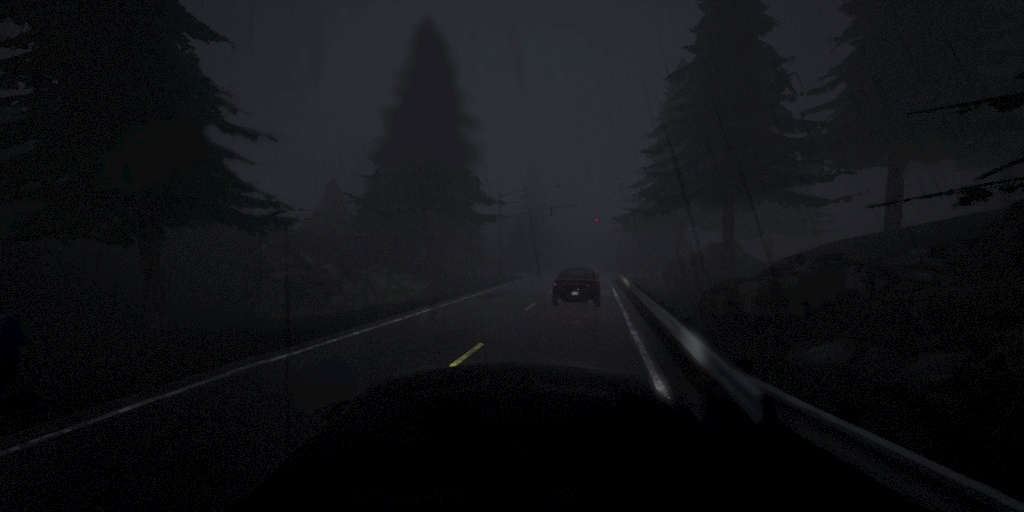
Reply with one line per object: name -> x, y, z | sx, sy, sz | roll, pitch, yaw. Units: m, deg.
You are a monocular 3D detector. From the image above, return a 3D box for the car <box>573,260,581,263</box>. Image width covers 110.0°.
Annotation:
car -> 6.359, 1.281, 30.272 | 1.812, 1.442, 4.674 | 0, 0, 13

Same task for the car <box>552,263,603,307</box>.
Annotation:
car -> 2.897, 1.234, 15.677 | 1.882, 1.535, 5.008 | 0, 0, 13
